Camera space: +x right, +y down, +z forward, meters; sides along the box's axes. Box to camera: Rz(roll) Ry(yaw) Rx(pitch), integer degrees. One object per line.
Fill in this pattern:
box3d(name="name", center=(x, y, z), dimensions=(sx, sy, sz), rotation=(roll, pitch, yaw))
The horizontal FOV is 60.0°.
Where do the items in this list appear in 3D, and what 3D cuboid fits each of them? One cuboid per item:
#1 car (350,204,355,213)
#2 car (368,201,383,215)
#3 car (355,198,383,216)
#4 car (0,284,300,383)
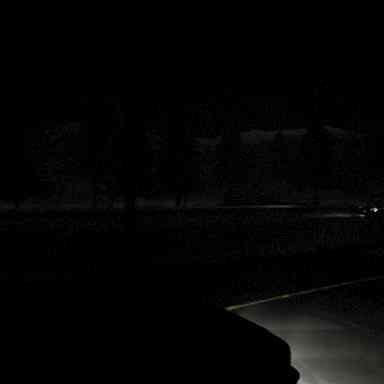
box3d(name="car", center=(18.541, 1.396, 33.642), dimensions=(5.008, 1.535, 1.882), rotation=(0, 0, -12))
box3d(name="car", center=(16.776, 1.542, 26.133), dimensions=(4.718, 1.301, 1.895), rotation=(0, 0, -14))
box3d(name="car", center=(17.510, 1.455, 29.838), dimensions=(4.674, 1.442, 1.812), rotation=(0, 0, -13))
box3d(name="car", center=(-1.560, 1.534, 2.554), dimensions=(5.357, 1.411, 2.033), rotation=(0, 0, -34))
